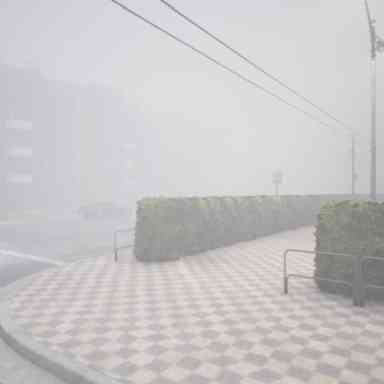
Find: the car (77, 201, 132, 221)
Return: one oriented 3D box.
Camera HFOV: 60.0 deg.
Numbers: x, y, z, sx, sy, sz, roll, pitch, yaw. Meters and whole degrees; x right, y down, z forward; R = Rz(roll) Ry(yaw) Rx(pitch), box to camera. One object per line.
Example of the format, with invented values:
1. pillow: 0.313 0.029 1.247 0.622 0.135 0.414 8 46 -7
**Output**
1. car: -7.086 1.493 27.531 1.837 1.490 4.892 0 0 36
